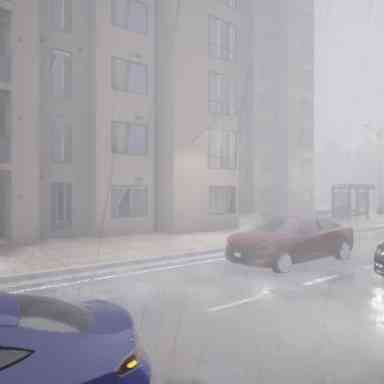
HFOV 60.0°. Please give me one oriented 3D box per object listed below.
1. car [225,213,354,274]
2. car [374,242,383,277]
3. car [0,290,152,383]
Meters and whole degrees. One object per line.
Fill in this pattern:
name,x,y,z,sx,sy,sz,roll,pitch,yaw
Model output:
car,3.284,1.478,10.784,5.008,1.535,1.882,0,0,-36
car,6.800,1.491,9.028,4.902,1.511,2.128,0,0,-36
car,-2.503,1.526,2.141,4.674,1.442,1.812,0,0,-36
